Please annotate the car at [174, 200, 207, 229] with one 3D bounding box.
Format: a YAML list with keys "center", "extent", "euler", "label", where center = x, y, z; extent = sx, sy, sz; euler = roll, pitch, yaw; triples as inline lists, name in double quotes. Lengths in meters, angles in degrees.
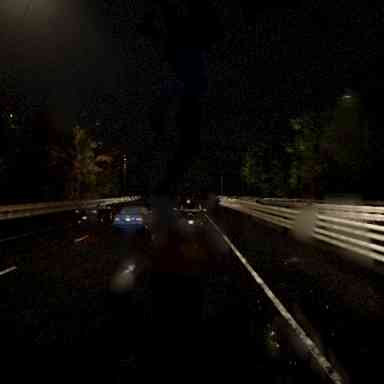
- center: [-0.093, 1.524, 22.023]
  extent: [1.837, 1.490, 4.892]
  euler: [0, 0, -1]
  label: "car"

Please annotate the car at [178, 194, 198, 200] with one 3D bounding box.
- center: [-0.492, 1.271, 40.664]
  extent: [2.150, 2.045, 5.566]
  euler: [0, 0, -2]
  label: "car"

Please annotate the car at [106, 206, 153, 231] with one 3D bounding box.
- center: [-3.571, 1.566, 20.884]
  extent: [2.033, 1.411, 5.357]
  euler: [0, 0, -1]
  label: "car"

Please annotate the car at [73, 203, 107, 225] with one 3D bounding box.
- center: [-7.134, 1.516, 24.421]
  extent: [2.128, 1.511, 4.902]
  euler: [0, 0, -1]
  label: "car"
